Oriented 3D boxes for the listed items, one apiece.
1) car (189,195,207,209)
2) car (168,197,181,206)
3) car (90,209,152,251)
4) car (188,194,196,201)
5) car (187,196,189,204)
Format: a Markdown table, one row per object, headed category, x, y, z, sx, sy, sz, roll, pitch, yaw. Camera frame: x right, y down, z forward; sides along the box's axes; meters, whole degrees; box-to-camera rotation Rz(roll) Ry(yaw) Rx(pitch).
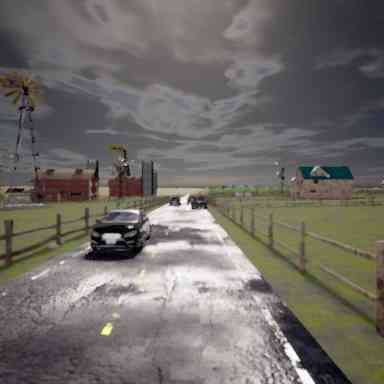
| category | x | y | z | sx | sy | sz | roll | pitch | yaw |
| --- | --- | --- | --- | --- | --- | --- | --- | --- | --- |
| car | 0.961 | 1.345 | 45.562 | 2.097 | 1.767 | 4.553 | 0 | 0 | 0 |
| car | -2.808 | 1.525 | 55.568 | 1.812 | 1.442 | 4.674 | 0 | 0 | 0 |
| car | -2.849 | 1.483 | 14.150 | 2.128 | 1.511 | 4.902 | 0 | 0 | 0 |
| car | -0.002 | 1.358 | 81.168 | 1.882 | 1.535 | 5.008 | 0 | 0 | 0 |
| car | -0.002 | 1.534 | 64.393 | 1.812 | 1.442 | 4.674 | 0 | 0 | 0 |
